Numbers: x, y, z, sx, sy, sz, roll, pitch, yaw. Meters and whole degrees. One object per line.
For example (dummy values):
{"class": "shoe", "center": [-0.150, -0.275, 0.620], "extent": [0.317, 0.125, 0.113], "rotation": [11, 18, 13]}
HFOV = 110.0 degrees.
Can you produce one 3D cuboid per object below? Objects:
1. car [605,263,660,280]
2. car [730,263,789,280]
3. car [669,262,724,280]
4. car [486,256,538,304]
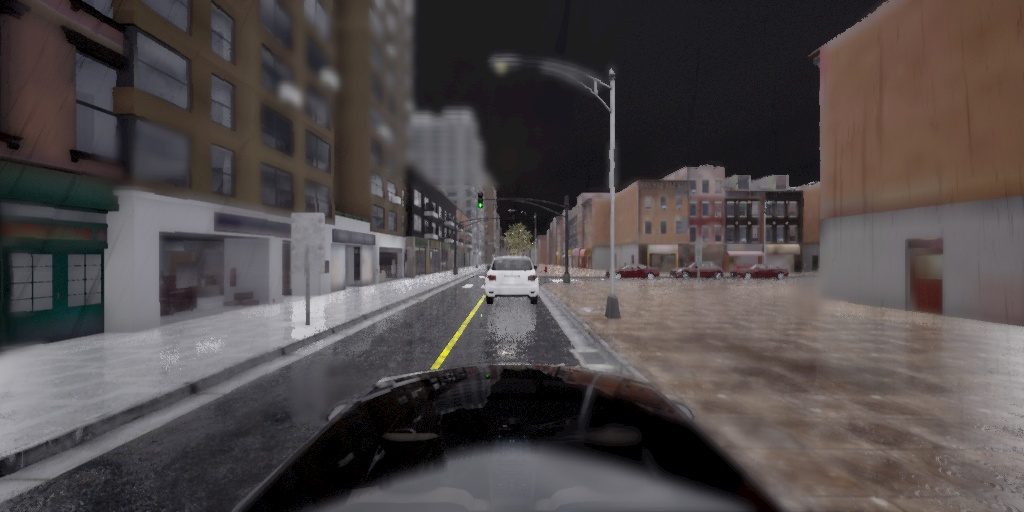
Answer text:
{"class": "car", "center": [10.369, 1.330, 30.983], "extent": [4.507, 1.381, 1.888], "rotation": [0, 0, 0]}
{"class": "car", "center": [21.297, 1.319, 30.973], "extent": [4.507, 1.381, 1.888], "rotation": [0, 0, 0]}
{"class": "car", "center": [15.833, 1.219, 30.980], "extent": [4.097, 1.591, 1.967], "rotation": [0, 0, 0]}
{"class": "car", "center": [0.000, 1.021, 16.532], "extent": [2.150, 2.045, 5.566], "rotation": [0, 0, 0]}
